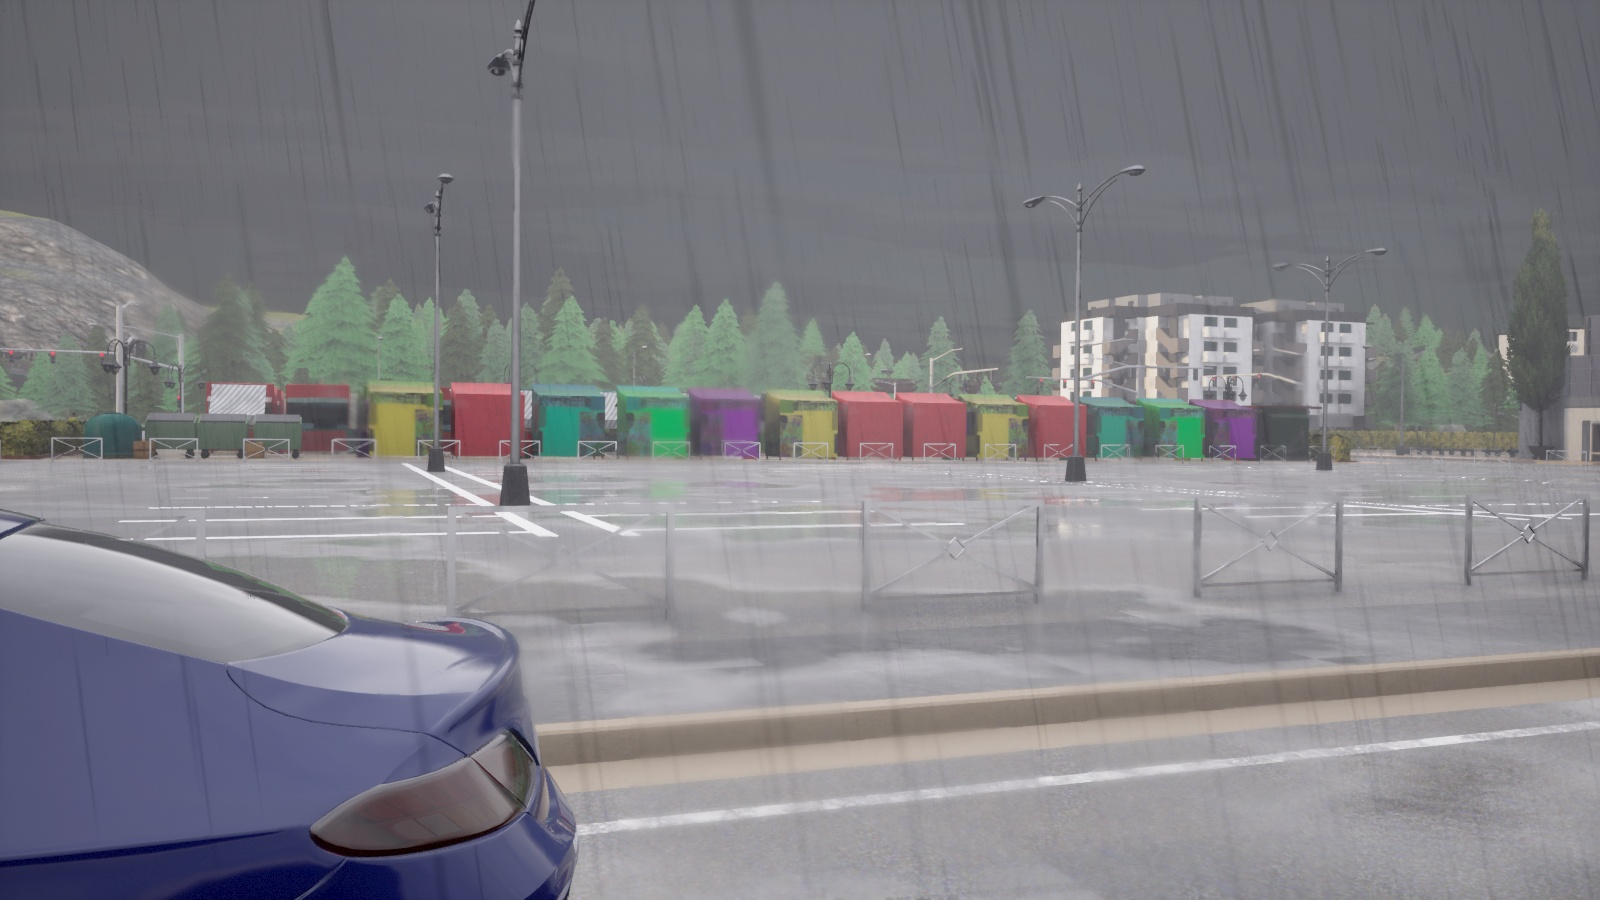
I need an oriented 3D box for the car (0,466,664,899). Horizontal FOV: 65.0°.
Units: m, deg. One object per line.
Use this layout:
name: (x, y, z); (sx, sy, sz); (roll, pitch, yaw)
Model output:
car: (-2.743, 0.818, 2.198); (4.674, 1.442, 1.812); (-1, 1, -21)
